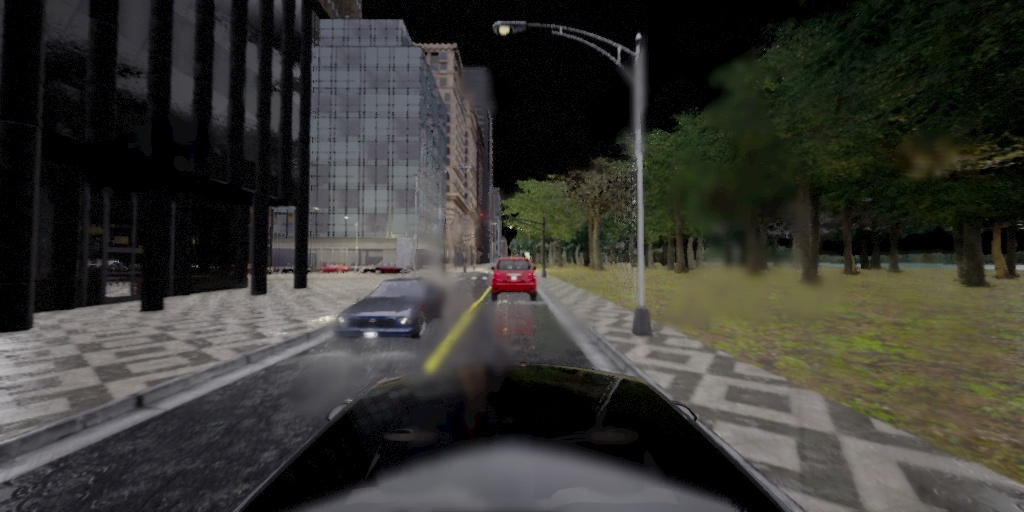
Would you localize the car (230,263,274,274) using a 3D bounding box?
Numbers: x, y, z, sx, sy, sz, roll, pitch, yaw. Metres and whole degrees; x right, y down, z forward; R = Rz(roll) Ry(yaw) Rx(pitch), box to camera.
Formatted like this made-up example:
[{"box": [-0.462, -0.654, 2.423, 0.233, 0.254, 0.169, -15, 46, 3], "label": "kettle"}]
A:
[{"box": [-29.977, 1.496, 40.946, 4.507, 1.381, 1.888, 0, 0, 0], "label": "car"}]

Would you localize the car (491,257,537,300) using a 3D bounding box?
[{"box": [0.091, 1.087, 18.608, 2.150, 2.045, 5.566, 0, 0, 0], "label": "car"}]

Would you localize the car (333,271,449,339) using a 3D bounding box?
[{"box": [-3.101, 1.355, 10.534, 2.033, 1.411, 5.357, 0, 0, 0], "label": "car"}]

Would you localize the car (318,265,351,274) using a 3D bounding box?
[{"box": [-24.499, 1.812, 49.475, 4.207, 1.307, 1.802, 0, 0, 0], "label": "car"}]

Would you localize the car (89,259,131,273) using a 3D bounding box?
[{"box": [-46.441, 1.398, 40.920, 4.097, 1.591, 1.967, 0, 0, 0], "label": "car"}]

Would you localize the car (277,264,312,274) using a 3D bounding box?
[{"box": [-29.986, 1.798, 49.466, 4.313, 1.339, 1.948, 0, 0, 0], "label": "car"}]

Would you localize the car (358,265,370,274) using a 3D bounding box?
[{"box": [-19.012, 1.793, 49.483, 4.313, 1.339, 1.948, 0, 0, 0], "label": "car"}]

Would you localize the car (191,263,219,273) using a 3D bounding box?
[{"box": [-35.295, 1.479, 40.937, 4.829, 1.417, 1.751, 0, 0, 0], "label": "car"}]

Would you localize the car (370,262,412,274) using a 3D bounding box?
[{"box": [-13.547, 1.383, 40.971, 4.097, 1.591, 1.967, 0, 0, -1], "label": "car"}]
